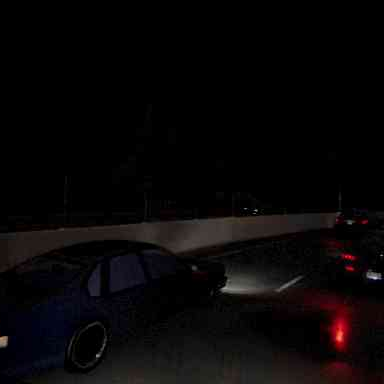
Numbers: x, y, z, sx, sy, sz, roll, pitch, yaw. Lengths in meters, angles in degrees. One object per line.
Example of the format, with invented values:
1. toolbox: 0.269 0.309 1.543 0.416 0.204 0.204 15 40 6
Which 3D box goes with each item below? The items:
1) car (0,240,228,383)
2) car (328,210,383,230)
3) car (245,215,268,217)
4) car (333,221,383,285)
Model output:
1. car: -1.296 1.565 5.747 2.033 1.411 5.357 1 -1 32
2. car: 10.653 1.895 20.940 2.097 1.767 4.553 1 -1 43
3. car: 7.855 1.974 37.787 4.553 1.767 2.097 2 -1 -40
4. car: 5.498 1.793 9.424 1.812 1.442 4.674 1 -1 36
